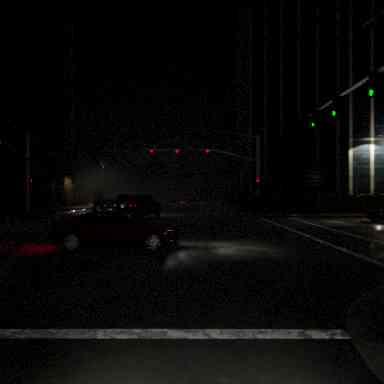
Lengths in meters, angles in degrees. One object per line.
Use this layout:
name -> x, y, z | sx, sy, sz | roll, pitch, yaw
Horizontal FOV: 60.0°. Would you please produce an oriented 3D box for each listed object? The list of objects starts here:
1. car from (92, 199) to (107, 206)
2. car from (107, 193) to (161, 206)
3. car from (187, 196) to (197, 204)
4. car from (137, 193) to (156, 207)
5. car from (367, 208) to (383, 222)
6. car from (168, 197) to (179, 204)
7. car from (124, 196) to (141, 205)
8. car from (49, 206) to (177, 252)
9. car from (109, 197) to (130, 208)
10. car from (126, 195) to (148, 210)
car -> -10.617, 1.526, 39.890 | 1.812, 1.442, 4.674 | 0, 0, 0
car -> -4.507, 1.221, 28.103 | 2.150, 2.045, 5.566 | 1, 0, 18
car -> -0.062, 1.525, 64.957 | 1.812, 1.442, 4.674 | 0, 0, 0
car -> -7.136, 1.221, 52.900 | 2.150, 2.045, 5.566 | 0, 0, 0
car -> 15.460, 1.478, 24.329 | 5.008, 1.535, 1.882 | 0, 0, -1
car -> -3.562, 1.601, 65.523 | 1.895, 1.301, 4.718 | 0, 0, 0
car -> -10.608, 1.491, 59.342 | 2.128, 1.511, 4.902 | 0, 0, 0
car -> -3.091, 1.477, 13.422 | 5.008, 1.535, 1.882 | 0, 0, -1
car -> -10.639, 1.491, 49.159 | 2.128, 1.511, 4.902 | 0, 0, 0
car -> -7.139, 1.352, 43.399 | 2.097, 1.767, 4.553 | 0, 0, 0
